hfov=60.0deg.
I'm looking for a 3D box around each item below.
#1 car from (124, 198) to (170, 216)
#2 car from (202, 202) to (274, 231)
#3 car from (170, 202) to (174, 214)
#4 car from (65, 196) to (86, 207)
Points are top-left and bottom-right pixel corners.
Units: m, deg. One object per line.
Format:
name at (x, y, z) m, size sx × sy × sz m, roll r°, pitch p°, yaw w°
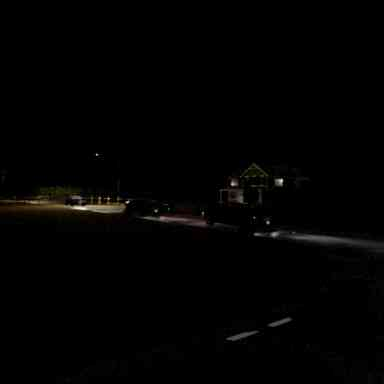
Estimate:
car at (-4.393, 1.307, 29.549) m, size 2.128 × 1.511 × 4.902 m, roll 2°, pitch -1°, yaw -36°
car at (2.621, 1.378, 19.951) m, size 2.128 × 1.511 × 4.902 m, roll 2°, pitch -1°, yaw -38°
car at (-3.625, 1.366, 33.342) m, size 2.128 × 1.511 × 4.902 m, roll 2°, pitch -1°, yaw -36°
car at (-16.099, 1.270, 45.846) m, size 2.128 × 1.511 × 4.902 m, roll 2°, pitch -1°, yaw -35°
